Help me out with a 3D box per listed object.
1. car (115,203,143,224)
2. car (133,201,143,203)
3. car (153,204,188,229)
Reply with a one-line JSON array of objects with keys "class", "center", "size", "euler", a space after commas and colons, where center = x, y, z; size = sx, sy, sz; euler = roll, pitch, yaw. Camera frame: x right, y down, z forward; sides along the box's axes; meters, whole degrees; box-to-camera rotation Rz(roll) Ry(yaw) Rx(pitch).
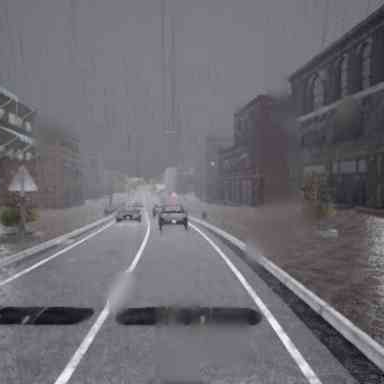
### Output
[{"class": "car", "center": [-5.212, 1.850, 27.709], "size": [1.994, 1.385, 4.181], "euler": [0, -2, -8]}, {"class": "car", "center": [-11.188, 2.503, 68.976], "size": [1.994, 1.385, 4.181], "euler": [0, 1, -8]}, {"class": "car", "center": [-1.366, 1.626, 22.542], "size": [2.128, 1.511, 4.902], "euler": [0, -1, -7]}]
